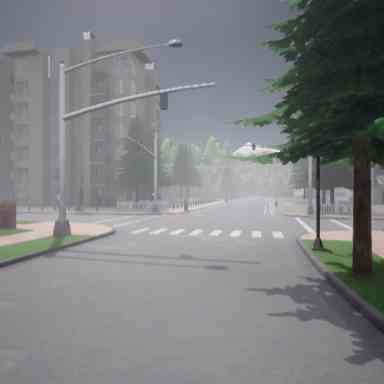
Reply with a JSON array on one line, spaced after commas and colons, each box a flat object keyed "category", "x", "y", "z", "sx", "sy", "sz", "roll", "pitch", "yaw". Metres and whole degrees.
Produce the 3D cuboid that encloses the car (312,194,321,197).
[{"category": "car", "x": 32.798, "y": 1.380, "z": 89.580, "sx": 1.845, "sy": 1.501, "sz": 3.633, "roll": 0, "pitch": 0, "yaw": 13}]
